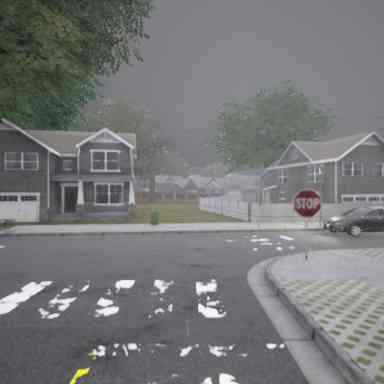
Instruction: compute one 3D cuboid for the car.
[{"bbox_3d":[9.540,1.552,18.066,4.892,1.490,1.837,1,0,-12],"label":"car"}]
